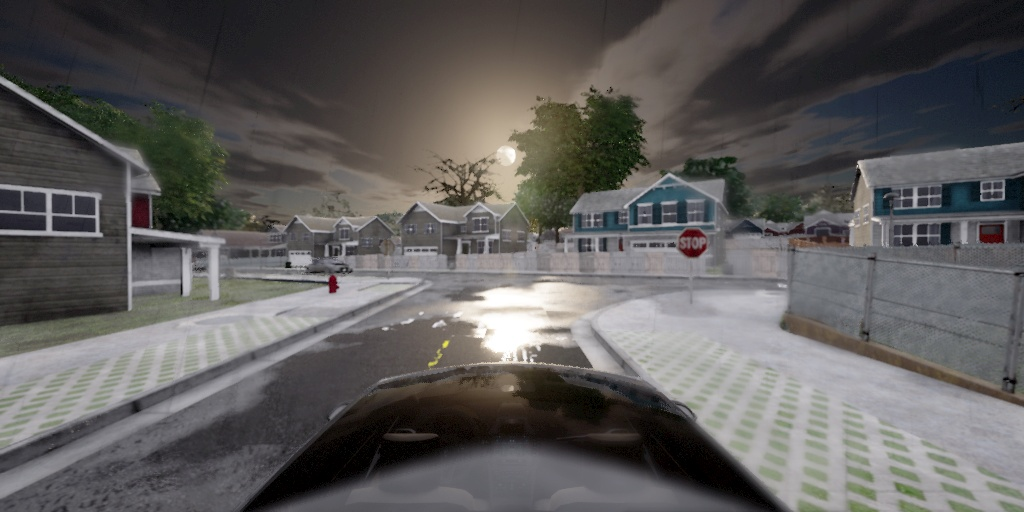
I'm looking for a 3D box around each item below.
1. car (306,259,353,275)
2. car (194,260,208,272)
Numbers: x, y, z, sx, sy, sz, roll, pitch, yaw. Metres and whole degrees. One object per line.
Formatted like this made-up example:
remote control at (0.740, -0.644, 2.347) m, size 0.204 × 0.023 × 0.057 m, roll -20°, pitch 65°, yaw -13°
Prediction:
car at (-15.070, 0.938, 29.610) m, size 4.181 × 1.385 × 1.994 m, roll 0°, pitch 0°, yaw 31°
car at (-38.245, 1.232, 42.658) m, size 4.892 × 1.490 × 1.837 m, roll 1°, pitch 1°, yaw 28°
